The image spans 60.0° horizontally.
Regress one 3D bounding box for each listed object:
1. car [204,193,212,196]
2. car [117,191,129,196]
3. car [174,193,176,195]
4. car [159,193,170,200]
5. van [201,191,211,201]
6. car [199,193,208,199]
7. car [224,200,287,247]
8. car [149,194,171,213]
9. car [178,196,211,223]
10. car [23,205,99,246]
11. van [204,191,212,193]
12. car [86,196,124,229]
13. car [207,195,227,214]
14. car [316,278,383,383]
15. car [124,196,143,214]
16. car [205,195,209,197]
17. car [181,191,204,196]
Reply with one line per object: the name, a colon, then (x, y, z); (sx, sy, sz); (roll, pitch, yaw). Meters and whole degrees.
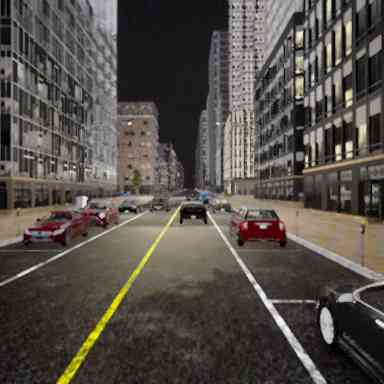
car: (2.688, 1.160, 47.946); (1.947, 1.339, 4.313); (1, 1, 0)
car: (-19.864, 0.829, 88.757); (4.403, 1.369, 2.008); (0, 0, 1)
car: (-3.018, 0.522, 73.594); (1.994, 1.385, 4.181); (0, 1, 0)
car: (-5.697, 0.952, 70.257); (1.947, 1.339, 4.313); (1, 1, 0)
van: (2.687, 0.781, 64.675); (1.690, 1.788, 3.998); (1, 1, 0)
car: (2.682, 0.878, 75.830); (1.887, 1.381, 4.507); (1, 1, 0)
car: (2.697, 1.324, 14.485); (1.967, 1.590, 4.097); (1, 0, 0)
car: (-3.104, 1.231, 32.845); (1.837, 1.490, 4.892); (0, 1, 0)
car: (0.095, 1.313, 23.505); (1.837, 1.490, 4.892); (0, 1, 0)
car: (-5.685, 1.465, 14.515); (1.802, 1.307, 4.206); (1, 0, 0)
van: (2.689, 0.833, 59.098); (1.690, 1.788, 3.998); (1, 1, 0)
car: (-5.684, 1.276, 20.087); (1.967, 1.590, 4.097); (1, 0, 0)
car: (2.692, 1.292, 31.216); (2.008, 1.369, 4.403); (1, 0, 0)
car: (2.698, 1.524, 3.331); (2.008, 1.369, 4.403); (1, 0, 0)
car: (-5.688, 1.307, 31.237); (1.947, 1.339, 4.313); (1, 0, 0)
car: (2.690, 1.275, 36.794); (1.802, 1.307, 4.206); (1, 1, 0)
car: (0.090, 1.010, 40.772); (2.097, 1.767, 4.553); (0, 1, 0)
